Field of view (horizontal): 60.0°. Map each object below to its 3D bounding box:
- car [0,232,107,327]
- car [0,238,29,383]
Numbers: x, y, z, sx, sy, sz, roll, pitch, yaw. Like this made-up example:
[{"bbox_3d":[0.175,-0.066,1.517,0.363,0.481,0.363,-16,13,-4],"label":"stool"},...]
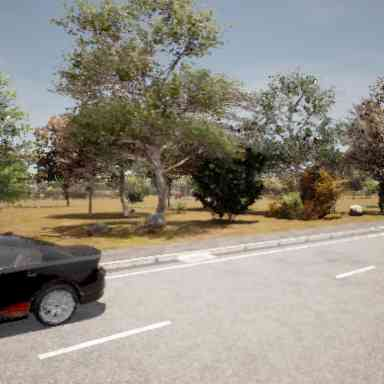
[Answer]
[{"bbox_3d":[-3.958,1.484,5.483,5.008,1.535,1.882,0,0,-36],"label":"car"},{"bbox_3d":[-3.464,1.355,1.548,4.553,1.767,2.097,0,0,-35],"label":"car"}]
